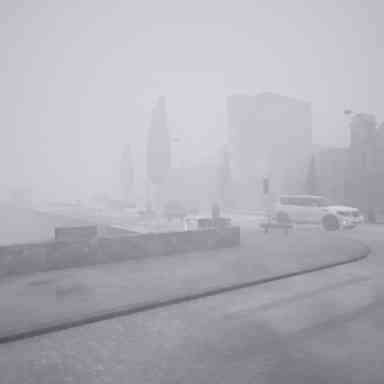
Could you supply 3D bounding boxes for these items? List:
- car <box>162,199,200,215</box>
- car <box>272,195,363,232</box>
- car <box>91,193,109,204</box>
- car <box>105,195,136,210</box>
[{"bbox_3d":[-1.162,1.504,32.835,1.837,1.490,4.892,0,0,-36],"label":"car"},{"bbox_3d":[7.580,1.221,20.746,2.150,2.045,5.566,0,0,-37],"label":"car"},{"bbox_3d":[-17.244,1.221,62.551,2.150,2.045,5.566,0,0,-36],"label":"car"},{"bbox_3d":[-9.326,1.548,44.285,2.033,1.411,5.357,0,0,-35],"label":"car"}]
